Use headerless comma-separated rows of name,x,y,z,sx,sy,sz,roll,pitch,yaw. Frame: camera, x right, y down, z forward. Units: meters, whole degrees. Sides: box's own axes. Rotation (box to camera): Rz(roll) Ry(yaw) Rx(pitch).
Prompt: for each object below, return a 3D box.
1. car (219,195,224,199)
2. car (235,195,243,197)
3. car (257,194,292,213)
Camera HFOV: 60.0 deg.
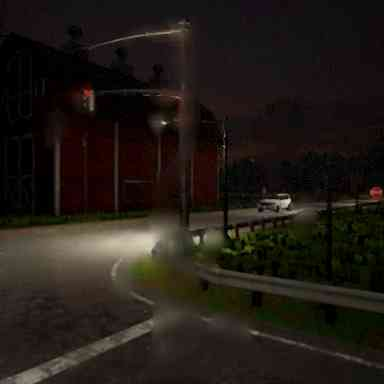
car,5.913,1.497,78.341,1.816,1.474,4.193,0,0,36
car,12.509,1.511,89.451,1.784,1.438,3.905,0,0,36
car,9.246,1.236,37.013,2.150,2.045,5.566,0,0,37
